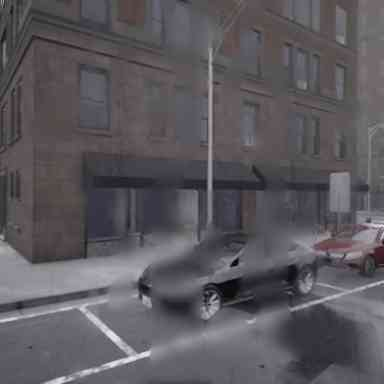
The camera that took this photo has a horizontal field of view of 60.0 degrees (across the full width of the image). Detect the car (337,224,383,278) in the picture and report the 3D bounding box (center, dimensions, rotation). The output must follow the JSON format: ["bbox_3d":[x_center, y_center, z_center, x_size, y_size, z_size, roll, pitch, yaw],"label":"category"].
[{"bbox_3d":[5.455,1.673,10.419,4.206,1.307,1.802,1,-1,-35],"label":"car"}]

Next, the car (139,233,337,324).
[{"bbox_3d":[0.975,1.609,7.226,4.313,1.339,1.947,1,0,-35],"label":"car"}]
